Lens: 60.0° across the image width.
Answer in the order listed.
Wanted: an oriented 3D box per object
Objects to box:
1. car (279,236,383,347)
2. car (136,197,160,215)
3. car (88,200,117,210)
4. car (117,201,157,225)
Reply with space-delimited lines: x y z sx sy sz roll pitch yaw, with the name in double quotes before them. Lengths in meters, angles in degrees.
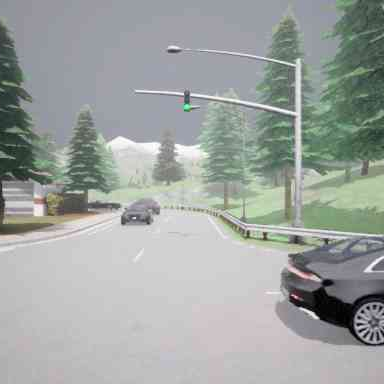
"car" 4.020 1.553 5.722 4.902 1.511 2.128 1 0 -1
"car" -4.697 1.352 33.955 2.097 1.767 4.553 0 0 -19
"car" -11.244 1.608 41.717 4.718 1.301 1.895 0 0 14
"car" -3.898 1.564 24.162 1.994 1.385 4.181 0 0 -2
